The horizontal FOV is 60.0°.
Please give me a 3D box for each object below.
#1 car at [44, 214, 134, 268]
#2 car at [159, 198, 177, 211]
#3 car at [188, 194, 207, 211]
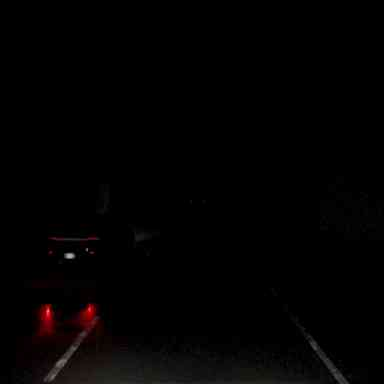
[{"bbox_3d":[-3.251,1.499,11.345,2.128,1.511,4.902,0,0,1],"label":"car"},{"bbox_3d":[-2.869,1.527,40.725,1.882,1.535,5.008,0,0,1],"label":"car"},{"bbox_3d":[0.646,1.282,41.617,2.150,2.045,5.566,0,0,0],"label":"car"}]
